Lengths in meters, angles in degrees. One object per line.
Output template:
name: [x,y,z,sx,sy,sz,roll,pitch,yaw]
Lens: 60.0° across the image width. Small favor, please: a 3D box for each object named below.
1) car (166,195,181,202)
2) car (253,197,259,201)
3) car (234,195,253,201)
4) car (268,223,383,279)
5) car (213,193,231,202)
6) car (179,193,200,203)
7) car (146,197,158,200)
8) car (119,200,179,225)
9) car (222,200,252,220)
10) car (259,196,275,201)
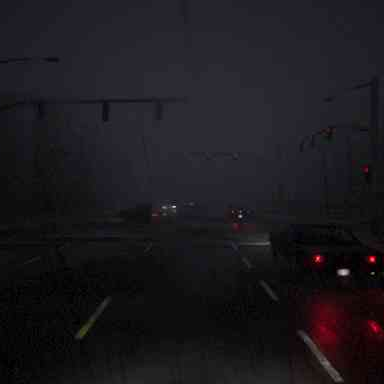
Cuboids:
car: [-3.465,1.584,55.146,1.895,1.301,4.718,0,0,3]
car: [13.730,1.517,84.064,5.357,1.411,2.033,0,0,-39]
car: [11.448,1.503,76.416,1.812,1.442,4.674,0,0,38]
car: [3.623,1.598,10.026,1.895,1.301,4.718,0,0,2]
car: [6.813,1.204,75.893,2.150,2.045,5.566,0,0,35]
car: [-0.033,1.205,70.428,2.150,2.045,5.566,0,0,22]
car: [-6.908,1.530,56.905,2.033,1.411,5.357,0,0,3]
car: [-3.378,1.540,23.968,2.033,1.411,5.357,0,0,-38]
car: [3.849,1.593,28.306,1.895,1.301,4.718,0,0,1]
car: [18.617,1.573,83.596,4.718,1.301,1.895,0,0,-36]
